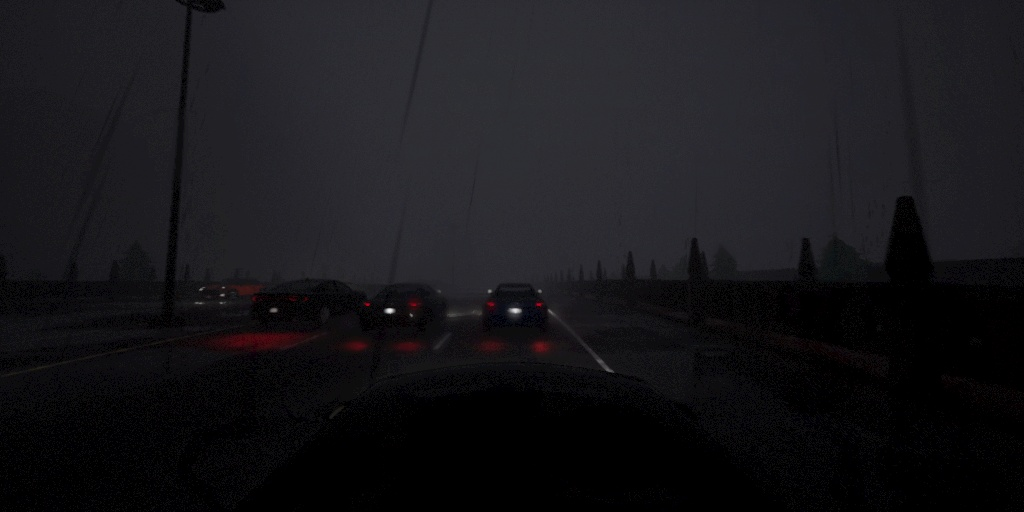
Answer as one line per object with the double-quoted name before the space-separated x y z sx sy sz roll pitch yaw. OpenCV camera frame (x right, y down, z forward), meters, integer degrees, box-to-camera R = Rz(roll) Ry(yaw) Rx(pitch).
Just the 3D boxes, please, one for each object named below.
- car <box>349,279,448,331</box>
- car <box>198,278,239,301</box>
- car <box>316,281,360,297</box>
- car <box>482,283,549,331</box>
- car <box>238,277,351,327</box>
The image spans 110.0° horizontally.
"car" -3.403 1.590 11.979 1.994 1.385 4.181 0 -3 0
"car" -21.104 2.446 27.225 2.097 1.767 4.553 0 -4 0
"car" -17.602 3.304 36.620 2.128 1.511 4.902 0 -4 0
"car" 0.097 1.590 11.974 1.994 1.385 4.181 0 -3 0
"car" -6.904 1.549 12.871 1.882 1.535 5.008 0 -3 0
